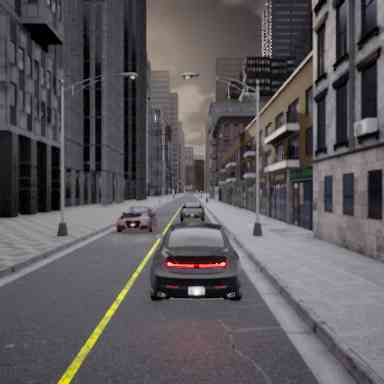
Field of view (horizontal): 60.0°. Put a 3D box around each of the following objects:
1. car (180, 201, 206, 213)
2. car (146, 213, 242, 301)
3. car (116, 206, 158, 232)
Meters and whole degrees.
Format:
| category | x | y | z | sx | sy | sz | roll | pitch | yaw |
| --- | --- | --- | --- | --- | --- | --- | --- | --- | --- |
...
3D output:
| category | x | y | z | sx | sy | sz | roll | pitch | yaw |
| --- | --- | --- | --- | --- | --- | --- | --- | --- | --- |
| car | 0.047 | 1.474 | 26.310 | 2.128 | 1.511 | 4.902 | 0 | 0 | 0 |
| car | 0.085 | 1.496 | 8.291 | 1.837 | 1.490 | 4.892 | 0 | 0 | 0 |
| car | -3.136 | 1.548 | 19.656 | 1.994 | 1.385 | 4.181 | 0 | 0 | 0 |
